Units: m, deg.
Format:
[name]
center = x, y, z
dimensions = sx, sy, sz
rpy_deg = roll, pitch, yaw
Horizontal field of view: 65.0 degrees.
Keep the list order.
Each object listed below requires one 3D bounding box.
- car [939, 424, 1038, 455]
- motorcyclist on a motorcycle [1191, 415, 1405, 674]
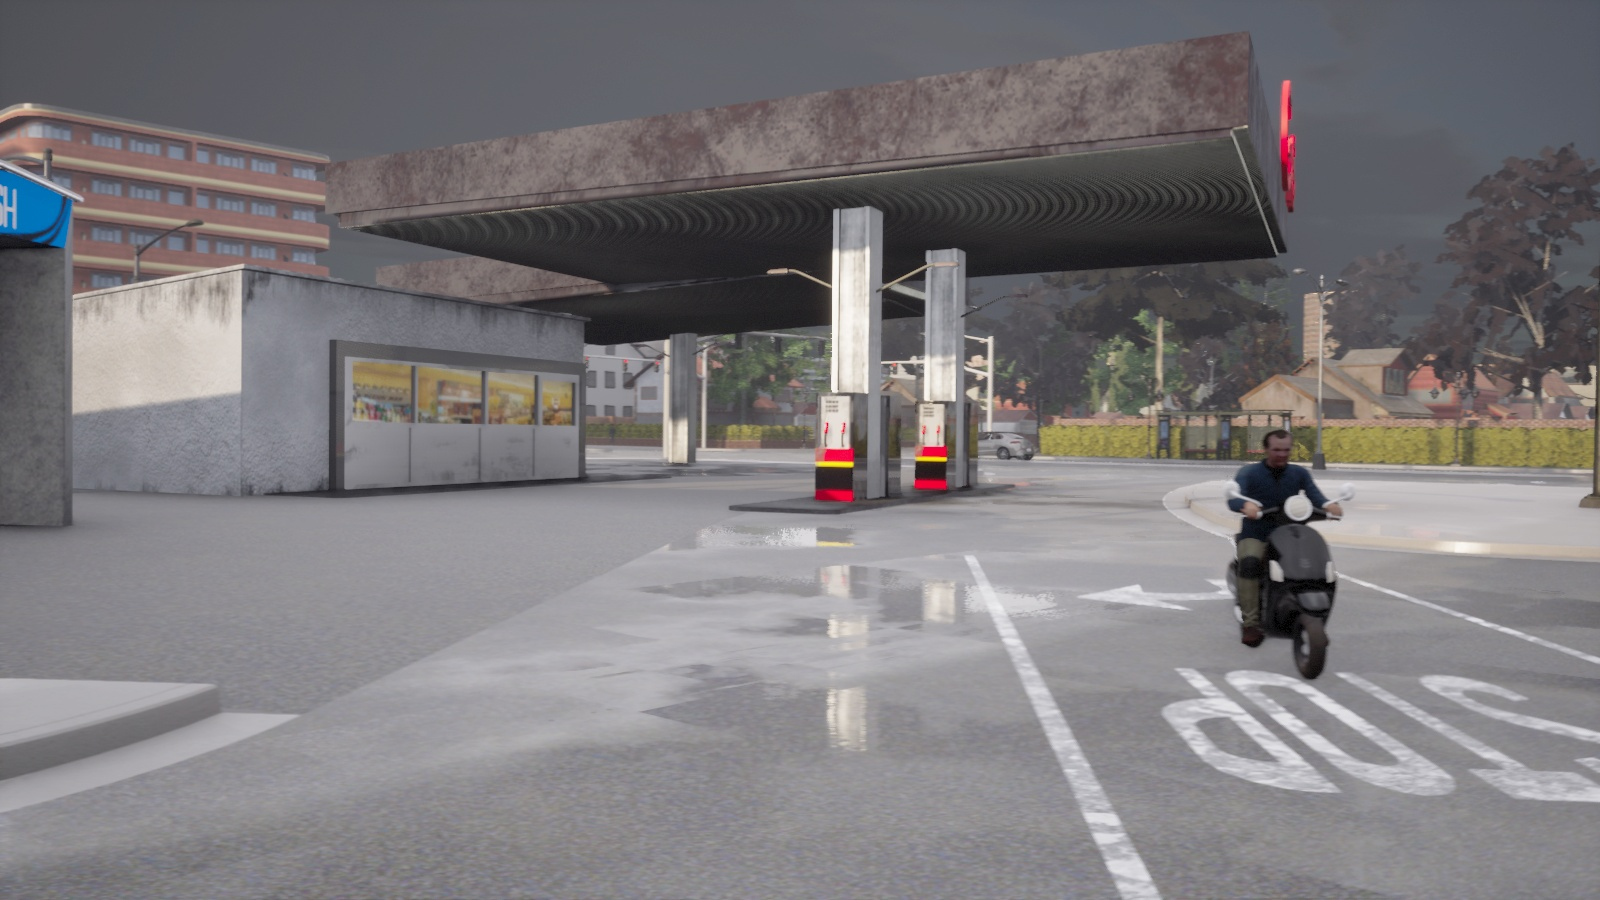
[car]
center = 10.344, -0.580, 69.236
dimensions = 5.027, 1.651, 2.152
rpy_deg = 0, 1, 42
[motorcyclist on a motorcycle]
center = 3.343, 0.584, 8.638
dimensions = 0.866, 1.590, 1.817
rpy_deg = -1, 0, 5
